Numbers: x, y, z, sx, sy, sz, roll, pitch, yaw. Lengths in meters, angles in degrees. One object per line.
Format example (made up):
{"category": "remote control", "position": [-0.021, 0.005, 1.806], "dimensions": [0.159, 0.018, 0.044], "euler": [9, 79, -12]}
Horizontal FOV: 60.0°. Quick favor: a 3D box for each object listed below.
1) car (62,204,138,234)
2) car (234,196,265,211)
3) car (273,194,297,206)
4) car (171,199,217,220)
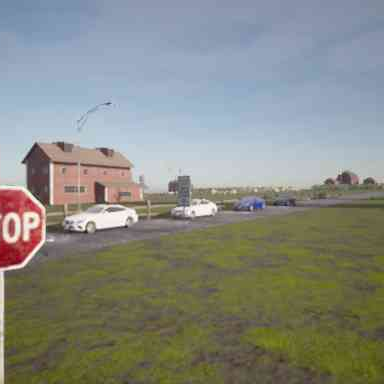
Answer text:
{"category": "car", "position": [-5.158, 1.468, 19.223], "dimensions": [1.812, 1.442, 4.674], "euler": [0, 1, 35]}
{"category": "car", "position": [6.118, 1.183, 34.788], "dimensions": [1.812, 1.442, 4.674], "euler": [0, 1, 36]}
{"category": "car", "position": [12.070, 1.009, 42.915], "dimensions": [1.837, 1.490, 4.892], "euler": [0, 1, 36]}
{"category": "car", "position": [0.259, 1.332, 26.731], "dimensions": [1.812, 1.442, 4.674], "euler": [0, 1, 36]}
